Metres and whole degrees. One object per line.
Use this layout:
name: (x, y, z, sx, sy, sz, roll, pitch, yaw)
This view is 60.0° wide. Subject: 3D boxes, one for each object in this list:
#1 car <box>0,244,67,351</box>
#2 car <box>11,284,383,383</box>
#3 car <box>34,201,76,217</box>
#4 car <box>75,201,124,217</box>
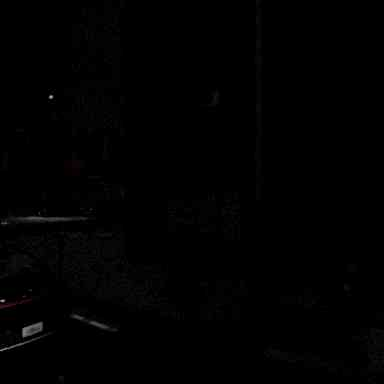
car: (-3.836, 1.545, 5.581, 4.403, 1.369, 2.008, 0, 0, 35)
car: (0.719, 1.581, 2.334, 4.206, 1.307, 1.802, 0, 0, 35)
car: (-12.117, 1.547, 31.880, 2.033, 1.411, 5.357, 0, 0, 35)
car: (-8.280, 1.611, 31.681, 1.895, 1.301, 4.718, 0, 0, 35)
